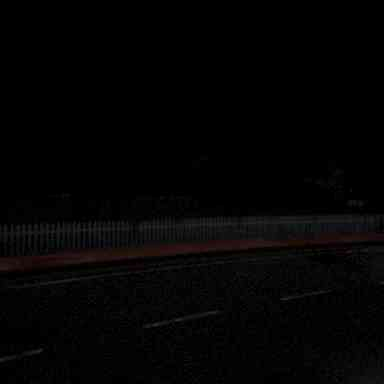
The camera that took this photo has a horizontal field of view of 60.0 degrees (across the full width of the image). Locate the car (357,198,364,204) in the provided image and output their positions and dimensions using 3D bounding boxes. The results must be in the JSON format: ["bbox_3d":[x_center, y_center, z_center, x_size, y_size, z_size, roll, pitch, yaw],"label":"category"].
[{"bbox_3d":[29.321,1.580,55.996,1.994,1.385,4.181,1,0,2],"label":"car"}]
